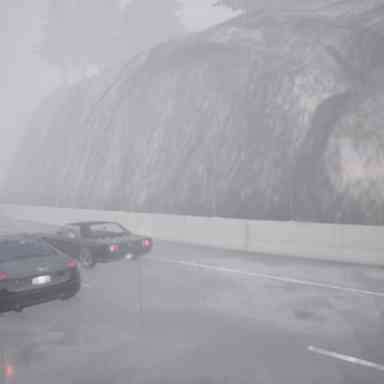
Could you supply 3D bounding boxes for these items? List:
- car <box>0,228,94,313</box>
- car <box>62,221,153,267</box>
[{"bbox_3d":[-4.319,1.589,7.393,4.181,1.385,1.994,0,0,39],"label":"car"},{"bbox_3d":[-3.597,1.634,11.321,4.718,1.301,1.895,0,0,40],"label":"car"}]
